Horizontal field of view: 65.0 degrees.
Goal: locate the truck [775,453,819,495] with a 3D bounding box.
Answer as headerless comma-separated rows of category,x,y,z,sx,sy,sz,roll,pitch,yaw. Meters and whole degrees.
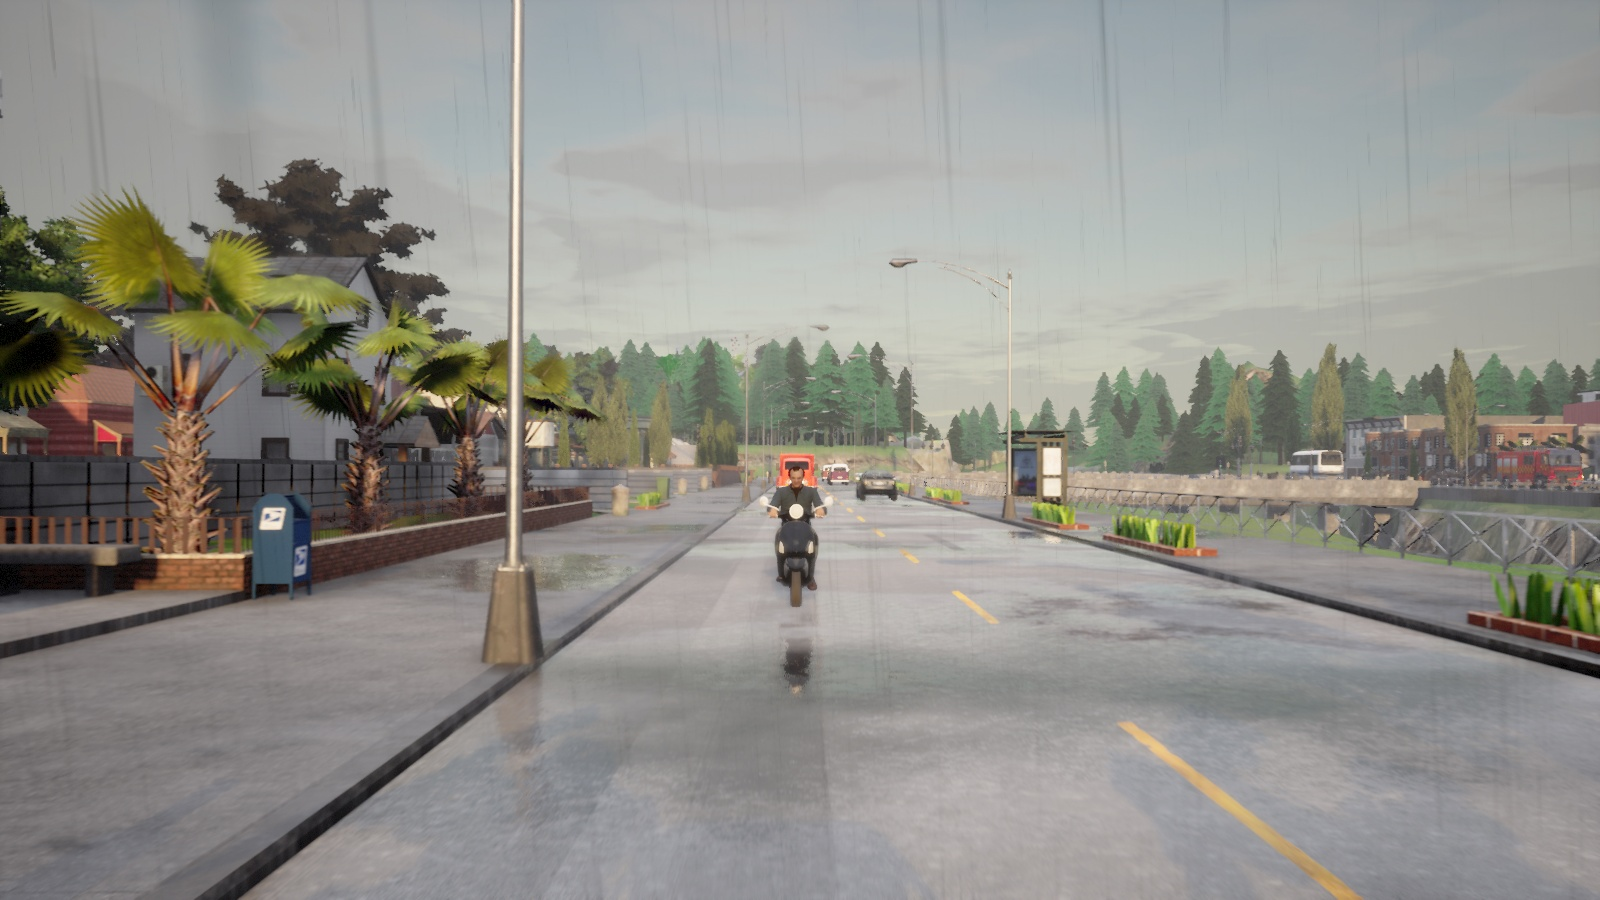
truck,-0.184,1.462,76.301,2.627,2.467,5.204,0,-1,0

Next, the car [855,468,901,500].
car,3.850,1.681,62.982,2.007,1.525,4.514,0,-1,0

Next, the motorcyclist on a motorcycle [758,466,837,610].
motorcyclist on a motorcycle,-0.035,0.985,14.765,0.866,1.590,1.817,0,-1,0
